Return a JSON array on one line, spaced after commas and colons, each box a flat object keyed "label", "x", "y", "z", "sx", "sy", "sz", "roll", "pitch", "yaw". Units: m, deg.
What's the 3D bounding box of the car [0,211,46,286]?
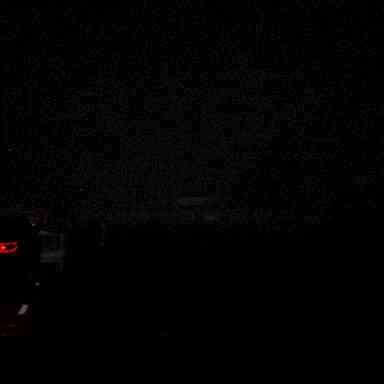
[{"label": "car", "x": -6.299, "y": 1.711, "z": 10.731, "sx": 2.150, "sy": 2.045, "sz": 5.566, "roll": 1, "pitch": -3, "yaw": -18}]

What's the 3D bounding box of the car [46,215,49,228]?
[{"label": "car", "x": -16.366, "y": 3.477, "z": 39.668, "sx": 2.097, "sy": 1.767, "sz": 4.553, "roll": 1, "pitch": -4, "yaw": -17}]

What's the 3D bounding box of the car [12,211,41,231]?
[{"label": "car", "x": -18.870, "y": 3.256, "z": 38.200, "sx": 2.150, "sy": 2.045, "sz": 5.566, "roll": 1, "pitch": -4, "yaw": -19}]
